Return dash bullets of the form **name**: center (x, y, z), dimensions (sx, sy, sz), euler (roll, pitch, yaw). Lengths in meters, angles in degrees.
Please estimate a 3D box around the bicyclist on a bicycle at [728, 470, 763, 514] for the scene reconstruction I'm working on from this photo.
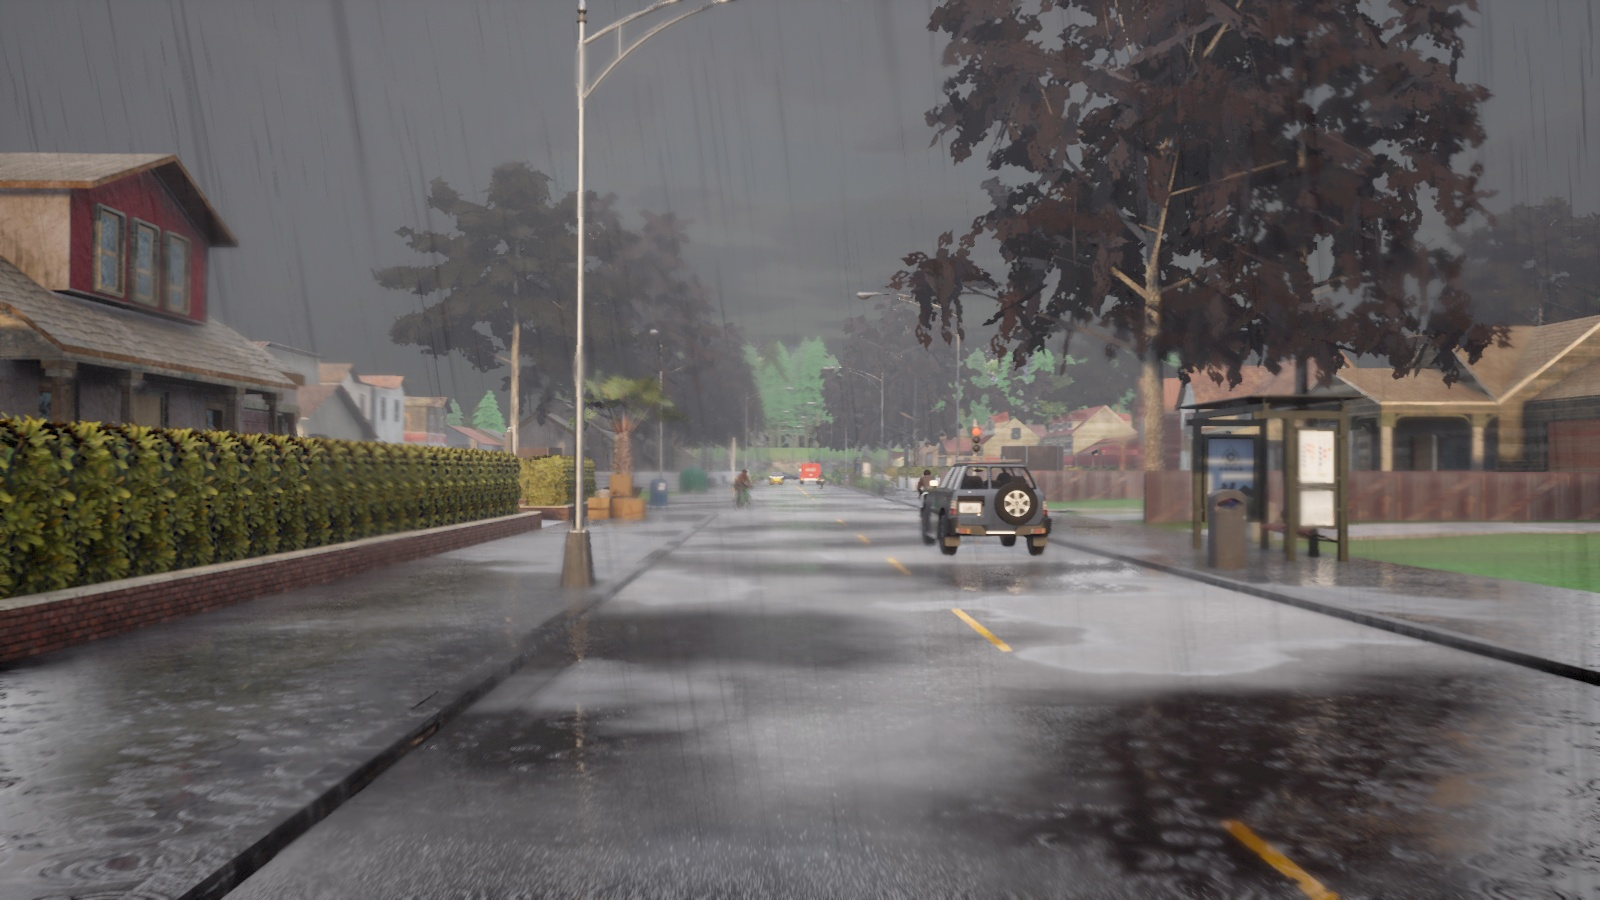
- **bicyclist on a bicycle**: center (-2.090, 1.577, 47.795), dimensions (0.582, 1.620, 1.656), euler (-2, 1, -31)

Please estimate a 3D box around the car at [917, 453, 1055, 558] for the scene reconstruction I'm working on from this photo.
- **car**: center (3.542, 1.030, 24.709), dimensions (1.932, 1.855, 4.605), euler (0, -1, -1)
